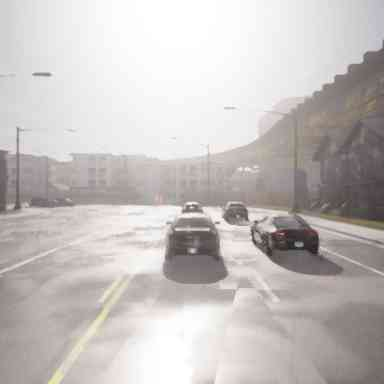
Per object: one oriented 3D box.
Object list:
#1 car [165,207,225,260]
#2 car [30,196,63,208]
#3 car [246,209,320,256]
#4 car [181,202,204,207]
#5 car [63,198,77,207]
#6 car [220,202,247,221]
[{"bbox_3d":[0.039,1.536,12.603,1.837,1.490,4.892,0,0,1],"label":"car"},{"bbox_3d":[-22.579,1.468,50.817,4.553,1.767,2.097,0,0,26],"label":"car"},{"bbox_3d":[3.545,1.557,13.234,1.812,1.442,4.674,0,0,1],"label":"car"},{"bbox_3d":[0.019,1.591,28.237,1.812,1.442,4.674,0,0,0],"label":"car"},{"bbox_3d":[-20.883,1.649,53.985,4.674,1.442,1.812,0,0,26],"label":"car"},{"bbox_3d":[3.512,1.571,27.597,1.837,1.490,4.892,0,0,0],"label":"car"}]
